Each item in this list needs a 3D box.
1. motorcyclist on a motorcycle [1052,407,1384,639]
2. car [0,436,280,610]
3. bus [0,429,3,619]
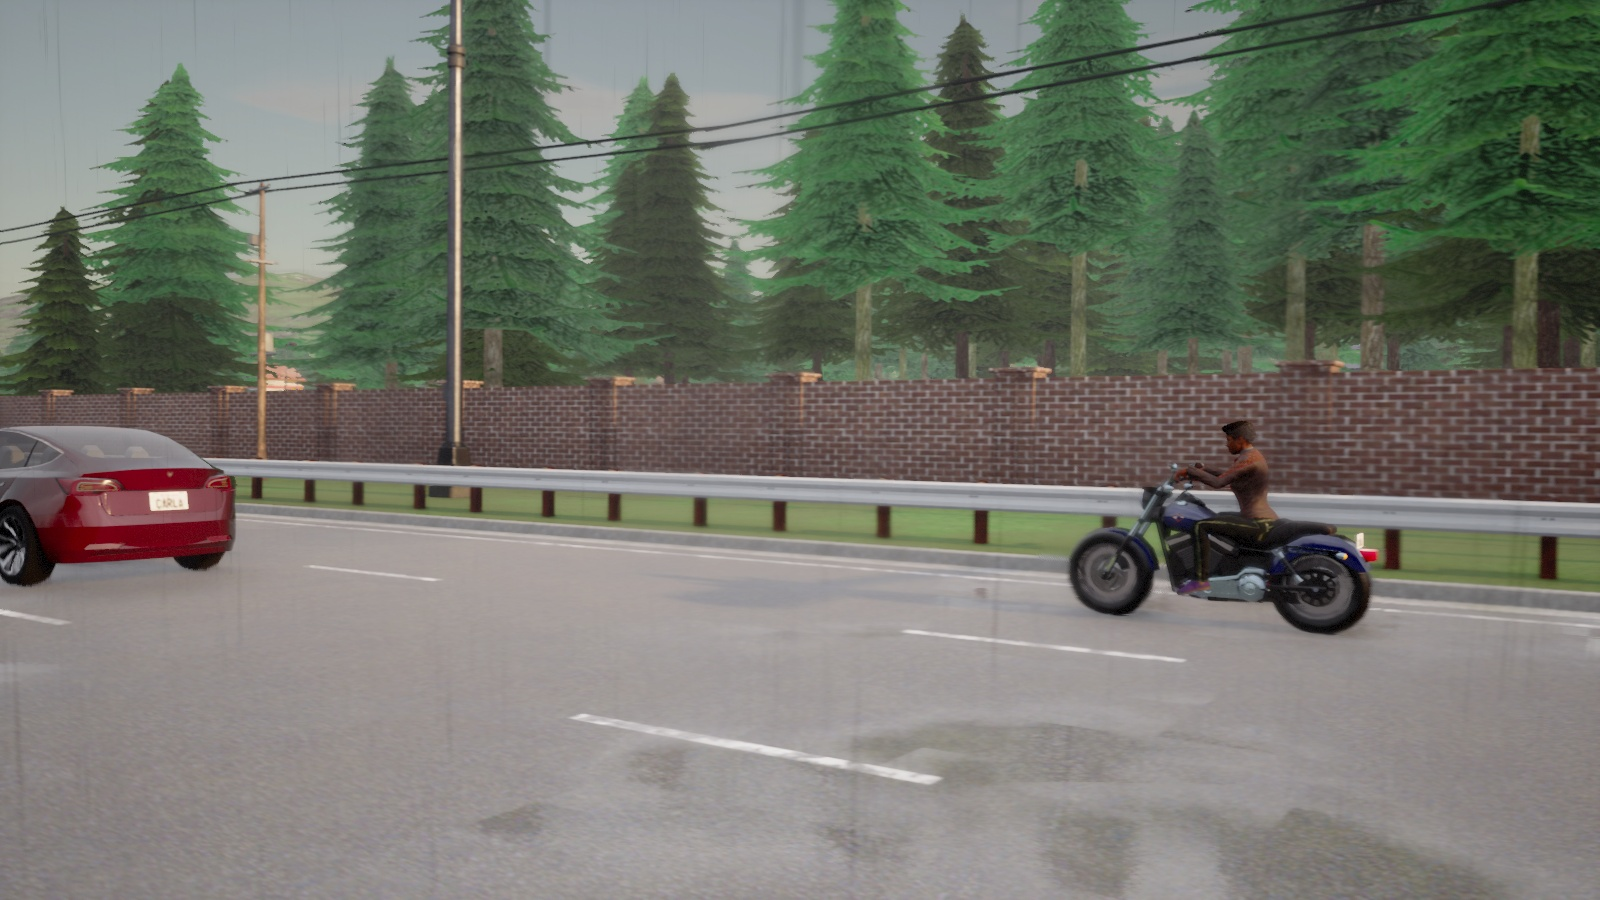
[{"bbox_3d":[3.244,0.518,9.877,2.350,1.649,0.766,0,1,34],"label":"motorcyclist on a motorcycle"},{"bbox_3d":[-7.835,0.624,13.061,4.792,1.488,2.163,0,1,34],"label":"car"},{"bbox_3d":[-12.000,-0.695,11.606,10.273,4.253,3.944,0,1,34],"label":"bus"}]
